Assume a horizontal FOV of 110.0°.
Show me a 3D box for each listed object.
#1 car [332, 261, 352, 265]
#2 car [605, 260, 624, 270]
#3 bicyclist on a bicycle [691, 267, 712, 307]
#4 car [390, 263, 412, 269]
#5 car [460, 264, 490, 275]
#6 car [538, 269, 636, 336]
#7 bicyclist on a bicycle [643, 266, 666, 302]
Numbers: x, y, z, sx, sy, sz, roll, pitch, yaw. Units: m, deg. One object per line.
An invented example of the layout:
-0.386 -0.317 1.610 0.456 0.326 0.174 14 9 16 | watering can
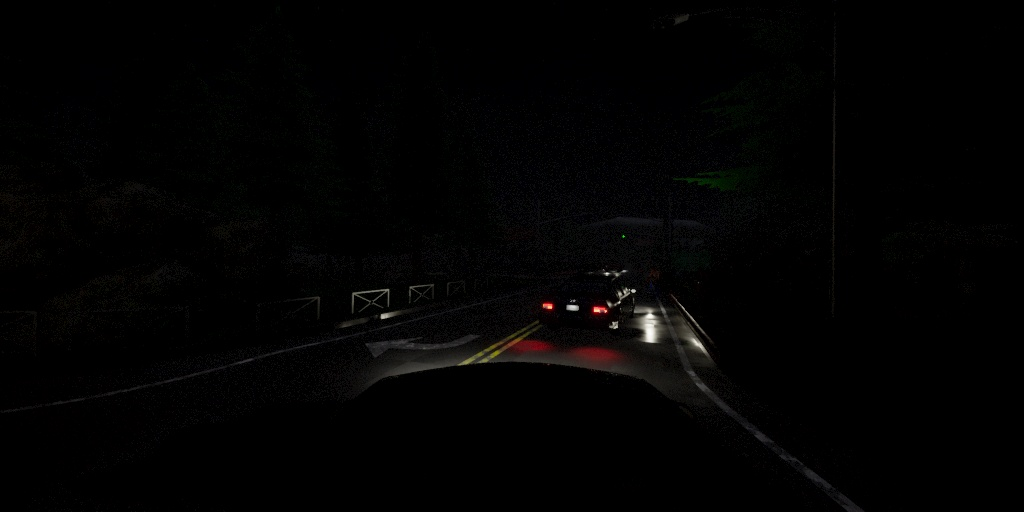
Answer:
-24.035 1.457 52.282 5.357 1.411 2.033 1 -1 24 | car
16.921 1.711 59.821 2.150 2.045 5.566 1 -1 20 | car
8.018 1.305 15.106 1.656 1.620 0.582 1 -1 -34 | bicyclist on a bicycle
-14.302 1.586 48.356 4.181 1.385 1.994 1 -1 21 | car
-4.936 1.698 44.866 4.181 1.385 1.994 1 -1 20 | car
2.400 1.253 10.336 2.033 1.411 5.357 1 -1 25 | car
6.586 1.294 16.503 1.656 1.620 0.582 1 -1 -31 | bicyclist on a bicycle
